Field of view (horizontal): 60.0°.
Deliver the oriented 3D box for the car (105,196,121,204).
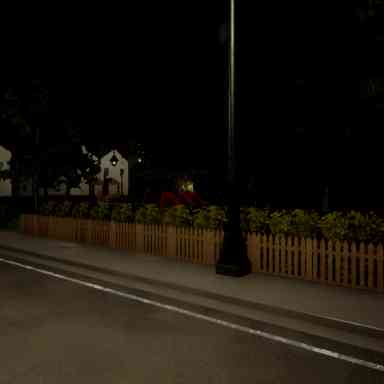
[{"bbox_3d":[-14.565,1.500,64.742,2.128,1.511,4.902,0,0,38],"label":"car"}]
